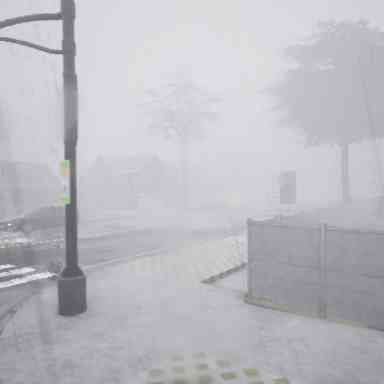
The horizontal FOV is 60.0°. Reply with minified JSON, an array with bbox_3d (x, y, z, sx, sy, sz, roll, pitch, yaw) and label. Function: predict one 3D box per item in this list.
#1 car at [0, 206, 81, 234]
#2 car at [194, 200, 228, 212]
[{"bbox_3d":[-9.426,1.689,20.996,1.837,1.490,4.892,-1,1,35],"label":"car"},{"bbox_3d":[2.198,1.579,37.882,1.895,1.301,4.718,-1,0,35],"label":"car"}]
